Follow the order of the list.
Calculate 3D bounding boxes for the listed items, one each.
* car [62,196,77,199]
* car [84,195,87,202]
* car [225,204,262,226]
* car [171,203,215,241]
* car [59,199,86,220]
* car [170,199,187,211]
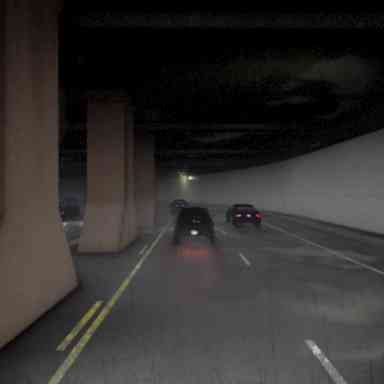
[{"bbox_3d":[-24.568,1.534,67.078,2.033,1.411,5.357,0,0,-40],"label":"car"},{"bbox_3d":[-20.301,1.350,67.392,2.097,1.767,4.553,0,0,-36],"label":"car"},{"bbox_3d":[3.529,1.549,23.622,2.033,1.411,5.357,0,0,-1],"label":"car"},{"bbox_3d":[0.101,1.506,16.806,1.837,1.490,4.892,0,0,0],"label":"car"},{"bbox_3d":[-10.904,1.550,28.192,2.033,1.411,5.357,0,0,-4],"label":"car"},{"bbox_3d":[-1.477,1.550,38.534,2.033,1.411,5.357,0,0,-10],"label":"car"}]
